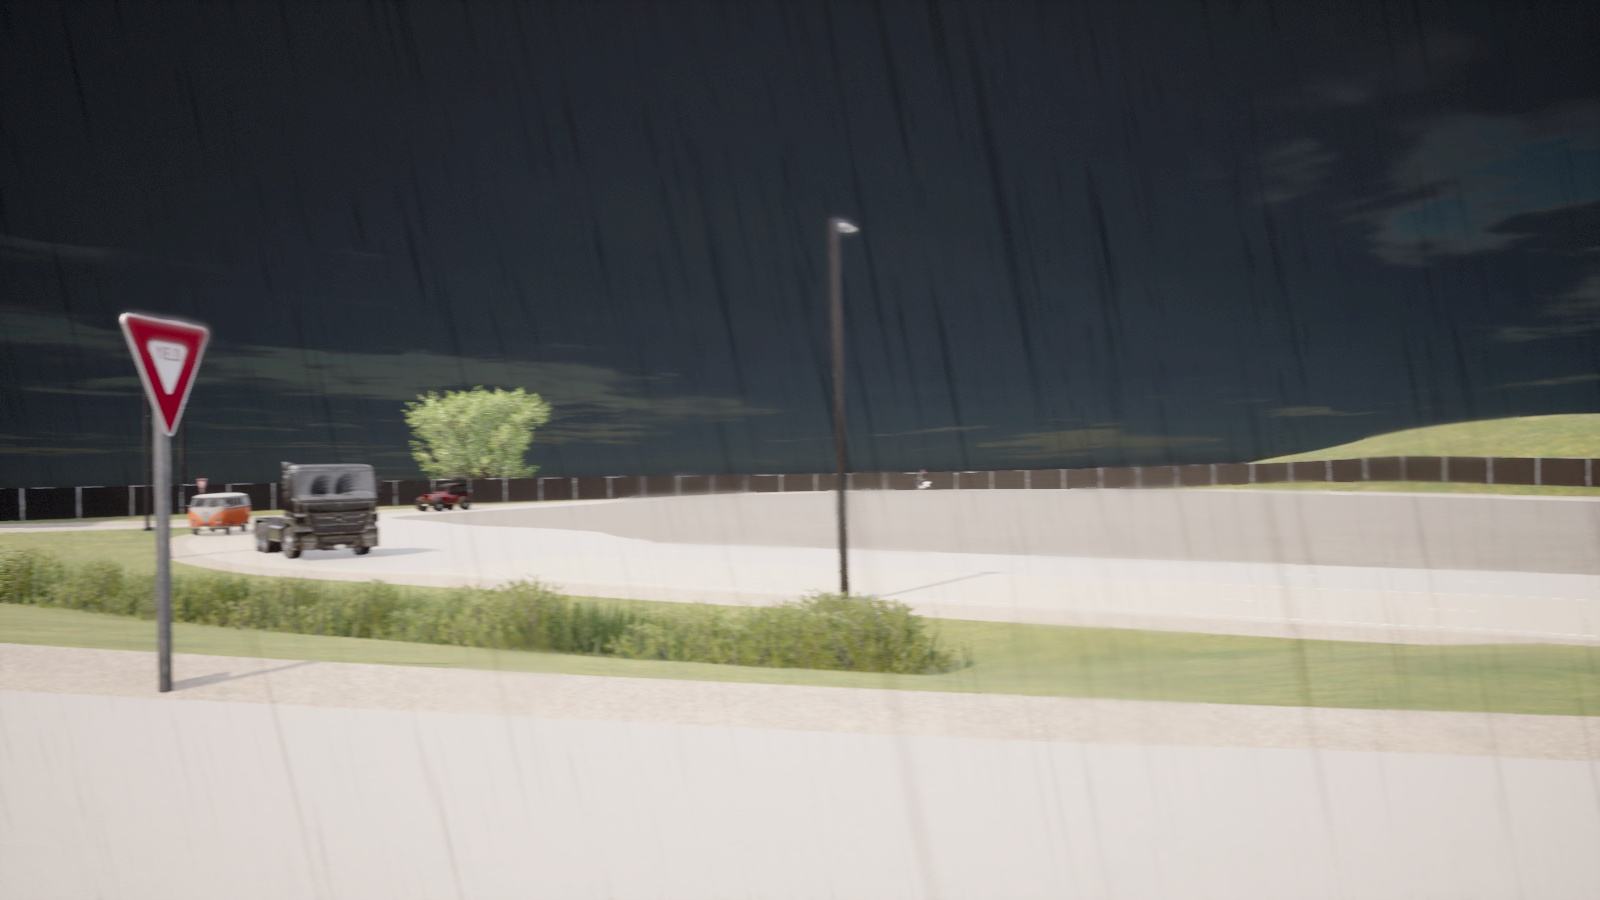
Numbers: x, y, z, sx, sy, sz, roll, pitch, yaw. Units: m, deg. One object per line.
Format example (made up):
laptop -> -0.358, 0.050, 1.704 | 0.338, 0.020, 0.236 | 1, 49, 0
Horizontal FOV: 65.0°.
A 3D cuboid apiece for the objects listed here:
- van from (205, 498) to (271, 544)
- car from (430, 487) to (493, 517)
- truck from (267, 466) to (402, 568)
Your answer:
van -> -27.518, 3.437, 61.643 | 1.775, 1.987, 4.442 | -1, 0, -8
car -> -23.250, 3.574, 86.324 | 1.905, 1.878, 3.866 | -3, -1, 34
truck -> -17.689, 2.392, 47.350 | 2.891, 3.462, 7.936 | -1, -1, -34
